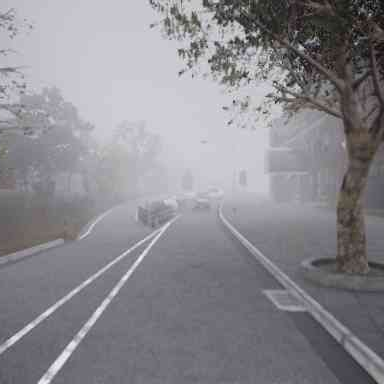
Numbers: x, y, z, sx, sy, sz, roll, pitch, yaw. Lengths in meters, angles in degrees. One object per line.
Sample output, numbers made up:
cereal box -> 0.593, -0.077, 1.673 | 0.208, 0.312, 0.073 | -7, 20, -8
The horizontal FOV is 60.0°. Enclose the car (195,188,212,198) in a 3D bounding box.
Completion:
car -> 2.371, 0.173, 66.345 | 2.231, 1.521, 4.892 | 0, 3, 16

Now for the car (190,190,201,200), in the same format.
car -> -0.349, 0.774, 54.733 | 2.002, 1.452, 4.674 | -1, 2, 12

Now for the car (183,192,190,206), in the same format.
car -> -2.083, 1.186, 44.350 | 2.097, 1.535, 5.008 | 1, 3, 9

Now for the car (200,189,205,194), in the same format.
car -> 0.977, 0.453, 60.815 | 2.097, 1.535, 5.008 | -1, 3, 14

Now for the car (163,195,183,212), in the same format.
car -> -2.595, 1.515, 38.236 | 2.002, 1.452, 4.674 | -2, 2, 4

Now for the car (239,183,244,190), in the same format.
car -> 12.177, -1.107, 92.465 | 2.231, 1.521, 4.892 | -3, 2, 26

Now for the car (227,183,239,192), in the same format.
car -> 9.827, -0.852, 87.398 | 2.231, 1.521, 4.892 | -3, 2, 25

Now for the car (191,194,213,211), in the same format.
car -> 1.282, 1.401, 40.393 | 1.812, 1.442, 4.674 | 0, 3, 6

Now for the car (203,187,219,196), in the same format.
car -> 4.192, -0.124, 72.398 | 2.097, 1.535, 5.008 | 0, 3, 18

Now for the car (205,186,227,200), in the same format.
car -> 4.290, 0.225, 58.690 | 2.150, 2.045, 5.566 | 0, 3, 13
